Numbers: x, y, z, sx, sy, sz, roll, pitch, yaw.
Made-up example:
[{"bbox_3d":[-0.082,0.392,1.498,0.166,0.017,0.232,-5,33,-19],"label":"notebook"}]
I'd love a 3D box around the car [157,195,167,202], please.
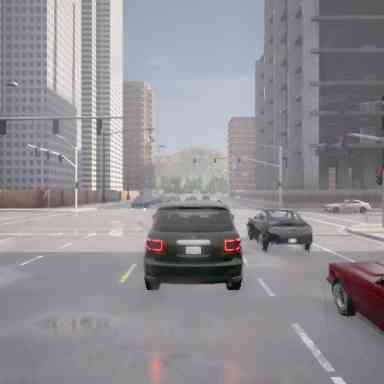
[{"bbox_3d":[-6.886,1.497,76.478,1.837,1.490,4.892,0,0,1],"label":"car"}]

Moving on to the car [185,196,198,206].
[{"bbox_3d":[-0.085,1.491,55.039,2.128,1.511,4.902,0,0,1],"label":"car"}]

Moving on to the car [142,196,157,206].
[{"bbox_3d":[-7.244,1.505,56.818,1.837,1.490,4.892,0,0,1],"label":"car"}]

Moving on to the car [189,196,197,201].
[{"bbox_3d":[0.206,1.595,82.949,1.895,1.301,4.718,0,0,1],"label":"car"}]

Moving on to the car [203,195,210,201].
[{"bbox_3d":[3.803,1.500,89.805,1.837,1.490,4.892,0,0,1],"label":"car"}]

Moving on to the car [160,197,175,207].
[{"bbox_3d":[-3.808,1.505,52.182,1.837,1.490,4.892,0,0,1],"label":"car"}]

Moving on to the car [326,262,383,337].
[{"bbox_3d":[3.592,1.601,4.506,1.895,1.301,4.718,0,0,0],"label":"car"}]

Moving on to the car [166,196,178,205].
[{"bbox_3d":[-3.654,1.505,61.561,1.837,1.490,4.892,0,0,1],"label":"car"}]

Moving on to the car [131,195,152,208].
[{"bbox_3d":[-7.358,1.352,47.917,2.097,1.767,4.553,0,0,1],"label":"car"}]

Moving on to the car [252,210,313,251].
[{"bbox_3d":[3.545,1.492,14.136,2.128,1.511,4.902,0,0,0],"label":"car"}]

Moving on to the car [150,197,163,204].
[{"bbox_3d":[-7.059,1.601,66.159,1.895,1.301,4.718,0,0,1],"label":"car"}]

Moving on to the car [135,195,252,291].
[{"bbox_3d":[0.038,1.222,9.161,2.150,2.045,5.566,0,0,0],"label":"car"}]

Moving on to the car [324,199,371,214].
[{"bbox_3d":[16.561,1.526,35.524,4.674,1.442,1.812,0,0,0],"label":"car"}]

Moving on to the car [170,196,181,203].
[{"bbox_3d":[-3.458,1.552,71.325,1.994,1.385,4.181,0,0,1],"label":"car"}]
